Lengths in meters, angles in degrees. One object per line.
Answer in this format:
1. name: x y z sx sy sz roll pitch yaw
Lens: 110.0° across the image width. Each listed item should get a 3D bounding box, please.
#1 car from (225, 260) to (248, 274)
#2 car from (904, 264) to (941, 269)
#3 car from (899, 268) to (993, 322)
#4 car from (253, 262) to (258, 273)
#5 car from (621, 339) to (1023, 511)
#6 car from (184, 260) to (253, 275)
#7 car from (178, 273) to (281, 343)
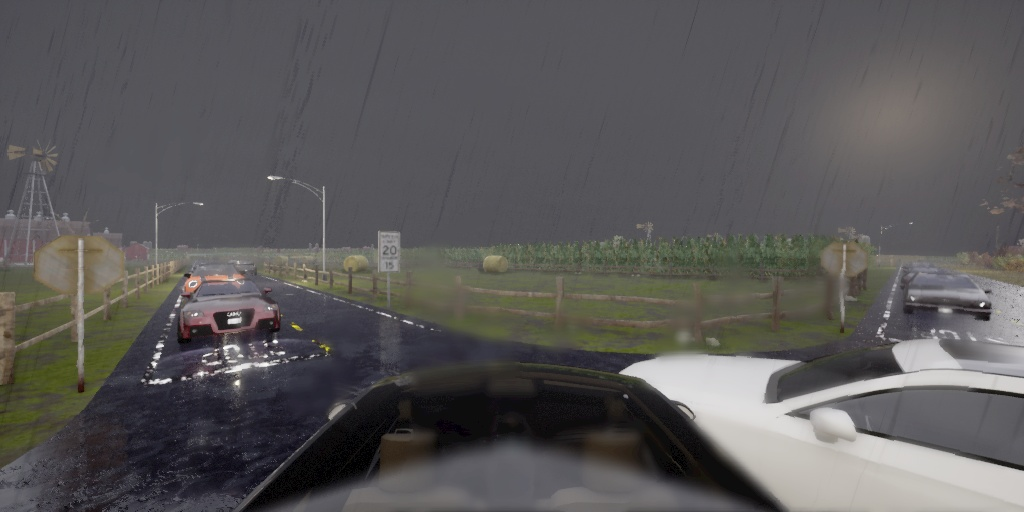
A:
1. car: -33.332 1.278 43.327 1.837 1.490 4.892 0 0 -41
2. car: 24.712 1.372 21.336 4.181 1.385 1.994 0 1 -42
3. car: 15.476 1.337 12.931 5.357 1.411 2.033 0 1 -42
4. car: -26.676 1.262 35.811 2.128 1.511 4.902 0 0 -41
5. car: 2.855 1.293 2.254 1.812 1.442 4.674 0 1 -43
6. car: -13.578 1.131 16.467 2.097 1.767 4.553 0 0 -41
7. car: -7.858 1.350 9.934 1.994 1.385 4.181 0 0 -42
